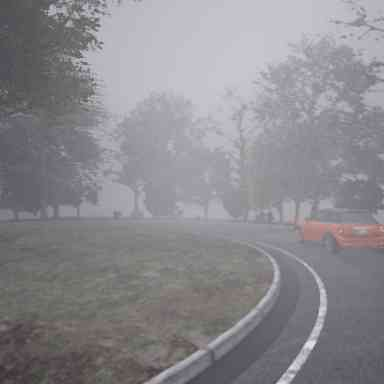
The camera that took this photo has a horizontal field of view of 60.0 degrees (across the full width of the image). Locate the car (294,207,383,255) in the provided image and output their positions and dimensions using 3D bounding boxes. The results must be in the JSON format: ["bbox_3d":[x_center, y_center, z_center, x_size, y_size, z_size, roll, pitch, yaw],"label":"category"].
[{"bbox_3d":[6.023,1.483,14.128,2.097,1.767,4.553,-1,-1,-4],"label":"car"}]
